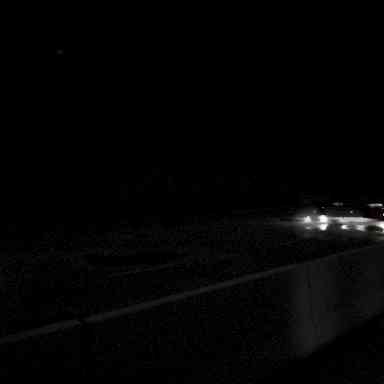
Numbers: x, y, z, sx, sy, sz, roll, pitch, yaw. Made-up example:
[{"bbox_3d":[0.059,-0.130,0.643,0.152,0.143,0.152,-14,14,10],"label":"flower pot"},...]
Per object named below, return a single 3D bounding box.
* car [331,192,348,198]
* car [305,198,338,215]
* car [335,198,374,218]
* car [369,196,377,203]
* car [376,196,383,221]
[{"bbox_3d":[29.769,1.039,67.307,2.150,2.045,5.566,-1,0,10],"label":"car"},{"bbox_3d":[12.588,1.503,32.656,1.895,1.301,4.718,0,0,34],"label":"car"},{"bbox_3d":[14.205,1.450,28.906,1.994,1.385,4.181,0,0,35],"label":"car"},{"bbox_3d":[31.192,1.375,56.934,1.994,1.385,4.181,-1,0,16],"label":"car"},{"bbox_3d":[15.337,1.226,24.576,2.097,1.767,4.553,0,0,37],"label":"car"}]
